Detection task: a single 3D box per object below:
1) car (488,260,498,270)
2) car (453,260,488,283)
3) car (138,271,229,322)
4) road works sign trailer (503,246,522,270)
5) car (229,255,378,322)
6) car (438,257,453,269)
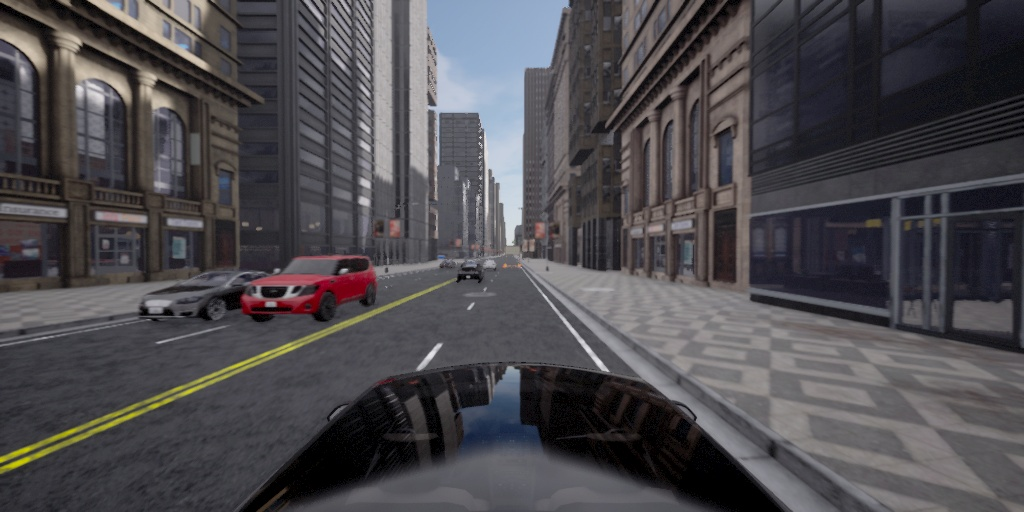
[{"bbox_3d":[-3.151,1.264,51.396,1.812,1.442,4.674,0,0,0],"label":"car"},{"bbox_3d":[-3.151,1.266,28.204,1.837,1.490,4.892,0,0,0],"label":"car"},{"bbox_3d":[-9.849,1.243,12.369,2.128,1.511,4.902,0,0,0],"label":"car"},{"bbox_3d":[0.065,0.199,52.891,2.380,3.560,2.880,0,0,0],"label":"road works sign trailer"},{"bbox_3d":[-6.600,0.974,12.577,2.150,2.045,5.566,0,0,0],"label":"car"},{"bbox_3d":[-9.796,1.277,54.949,2.033,1.411,5.357,0,0,1],"label":"car"}]
